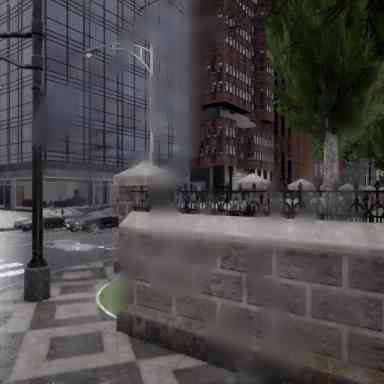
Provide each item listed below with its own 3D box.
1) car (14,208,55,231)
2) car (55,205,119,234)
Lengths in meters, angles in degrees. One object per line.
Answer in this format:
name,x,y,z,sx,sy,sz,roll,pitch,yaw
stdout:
car,-8.431,1.631,20.209,2.008,1.369,4.403,0,-1,36
car,-5.298,1.596,19.996,1.837,1.490,4.892,0,0,36
